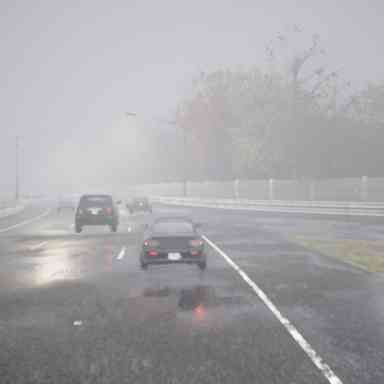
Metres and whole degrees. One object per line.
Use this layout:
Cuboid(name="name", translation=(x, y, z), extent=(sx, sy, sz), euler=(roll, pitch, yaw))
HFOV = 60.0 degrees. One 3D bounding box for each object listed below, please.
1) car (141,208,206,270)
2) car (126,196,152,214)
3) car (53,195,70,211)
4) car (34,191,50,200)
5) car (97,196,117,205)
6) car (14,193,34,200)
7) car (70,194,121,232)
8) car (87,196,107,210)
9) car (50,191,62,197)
Cuboid(name="car", translation=(-0.631, 1.453, 10.753), extent=(1.812, 1.442, 4.674), euler=(0, 0, -4))
Cuboid(name="car", translation=(-5.258, 1.148, 32.486), extent=(2.097, 1.767, 4.553), euler=(0, 0, -17))
Cuboid(name="car", translation=(-13.951, 1.344, 36.818), extent=(2.033, 1.411, 5.357), euler=(0, 0, -21))
Cuboid(name="car", translation=(-35.283, 0.942, 76.431), extent=(4.902, 1.511, 2.128), euler=(0, 1, 43))
Cuboid(name="car", translation=(-13.456, 1.289, 52.466), extent=(1.895, 1.301, 4.718), euler=(0, 0, -27))
Cuboid(name="car", translation=(-37.786, 0.920, 73.984), extent=(5.008, 1.535, 1.882), euler=(0, 1, 43))
Cuboid(name="car", translation=(-5.416, 1.107, 19.463), extent=(2.150, 2.045, 5.566), euler=(0, 0, -11))
Cuboid(name="car", translation=(-11.362, 1.246, 39.705), extent=(1.882, 1.535, 5.008), euler=(0, 0, -21))
Cuboid(name="car", translation=(-33.133, 1.055, 82.255), extent=(1.837, 1.490, 4.892), euler=(0, 0, -32))
